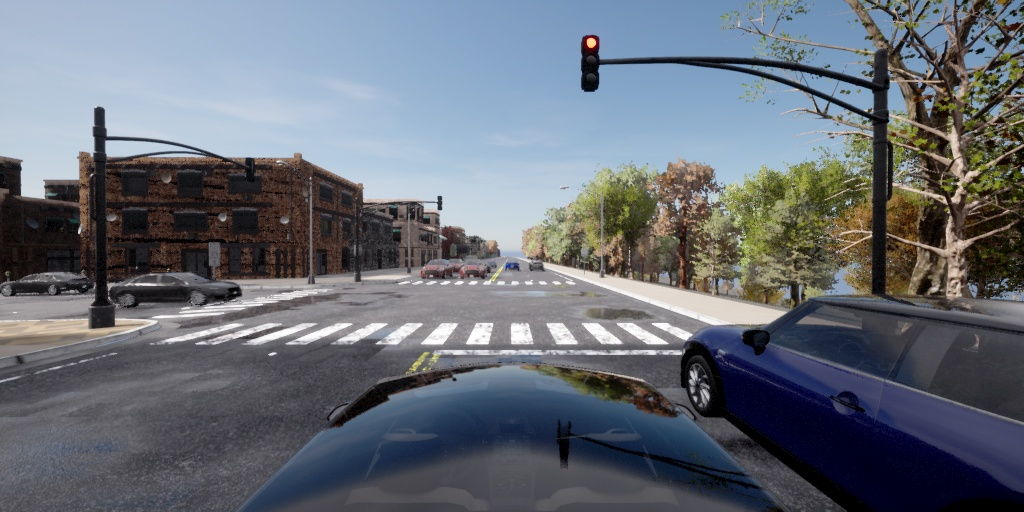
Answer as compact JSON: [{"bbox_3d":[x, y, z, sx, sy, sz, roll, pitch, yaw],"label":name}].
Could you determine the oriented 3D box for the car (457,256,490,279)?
[{"bbox_3d":[-3.375,1.098,32.263,2.097,1.767,4.553,0,0,0],"label":"car"}]

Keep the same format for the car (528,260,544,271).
[{"bbox_3d":[3.275,1.236,49.000,2.128,1.511,4.902,0,0,0],"label":"car"}]

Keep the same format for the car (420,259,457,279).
[{"bbox_3d":[-6.689,1.098,32.278,2.097,1.767,4.553,0,0,2],"label":"car"}]

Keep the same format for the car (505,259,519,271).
[{"bbox_3d":[0.022,1.222,50.599,1.882,1.535,5.008,0,0,0],"label":"car"}]

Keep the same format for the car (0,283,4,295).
[{"bbox_3d":[-22.619,1.686,13.379,4.313,1.339,1.948,0,0,-1],"label":"car"}]

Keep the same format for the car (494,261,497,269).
[{"bbox_3d":[-3.449,1.307,57.310,1.994,1.385,4.181,0,0,-1],"label":"car"}]

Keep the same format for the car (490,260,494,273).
[{"bbox_3d":[-3.401,1.223,41.495,1.882,1.535,5.008,0,0,0],"label":"car"}]

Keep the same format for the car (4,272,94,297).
[{"bbox_3d":[-28.327,1.671,21.900,4.403,1.370,2.007,0,0,-1],"label":"car"}]

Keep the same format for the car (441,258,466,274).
[{"bbox_3d":[-6.650,1.099,41.083,2.097,1.767,4.553,0,0,0],"label":"car"}]

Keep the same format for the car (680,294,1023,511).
[{"bbox_3d":[3.350,1.102,3.068,2.097,1.767,4.553,0,0,0],"label":"car"}]

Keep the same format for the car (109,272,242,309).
[{"bbox_3d":[-15.151,1.480,16.325,4.892,1.490,1.837,-1,1,-3],"label":"car"}]
